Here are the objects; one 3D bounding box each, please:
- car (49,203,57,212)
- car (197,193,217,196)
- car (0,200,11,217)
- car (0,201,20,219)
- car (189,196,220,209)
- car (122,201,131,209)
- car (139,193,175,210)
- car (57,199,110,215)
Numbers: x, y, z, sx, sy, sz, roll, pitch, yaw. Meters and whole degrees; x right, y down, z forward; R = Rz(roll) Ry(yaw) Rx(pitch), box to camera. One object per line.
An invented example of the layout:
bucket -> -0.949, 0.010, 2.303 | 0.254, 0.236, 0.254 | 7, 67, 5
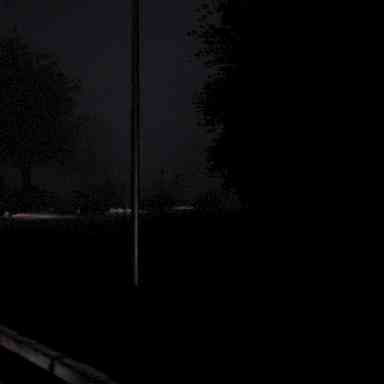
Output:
car -> -13.346, 1.490, 37.053 | 2.128, 1.511, 4.902 | 0, 0, 38
car -> 1.900, 1.133, 51.084 | 2.150, 2.045, 5.566 | 0, 0, 36
car -> -19.080, 1.532, 29.871 | 1.812, 1.442, 4.674 | 0, 0, 40
car -> -16.767, 1.496, 27.163 | 2.128, 1.511, 4.902 | 0, 0, 39
car -> 1.924, 1.541, 44.967 | 1.895, 1.301, 4.718 | 0, 0, 37
car -> -6.910, 1.514, 45.234 | 2.033, 1.411, 5.357 | 0, 0, 38
car -> -4.580, 1.190, 42.535 | 2.150, 2.045, 5.566 | 0, 0, 38
car -> -10.877, 1.476, 34.534 | 1.882, 1.535, 5.008 | 0, 0, 39
